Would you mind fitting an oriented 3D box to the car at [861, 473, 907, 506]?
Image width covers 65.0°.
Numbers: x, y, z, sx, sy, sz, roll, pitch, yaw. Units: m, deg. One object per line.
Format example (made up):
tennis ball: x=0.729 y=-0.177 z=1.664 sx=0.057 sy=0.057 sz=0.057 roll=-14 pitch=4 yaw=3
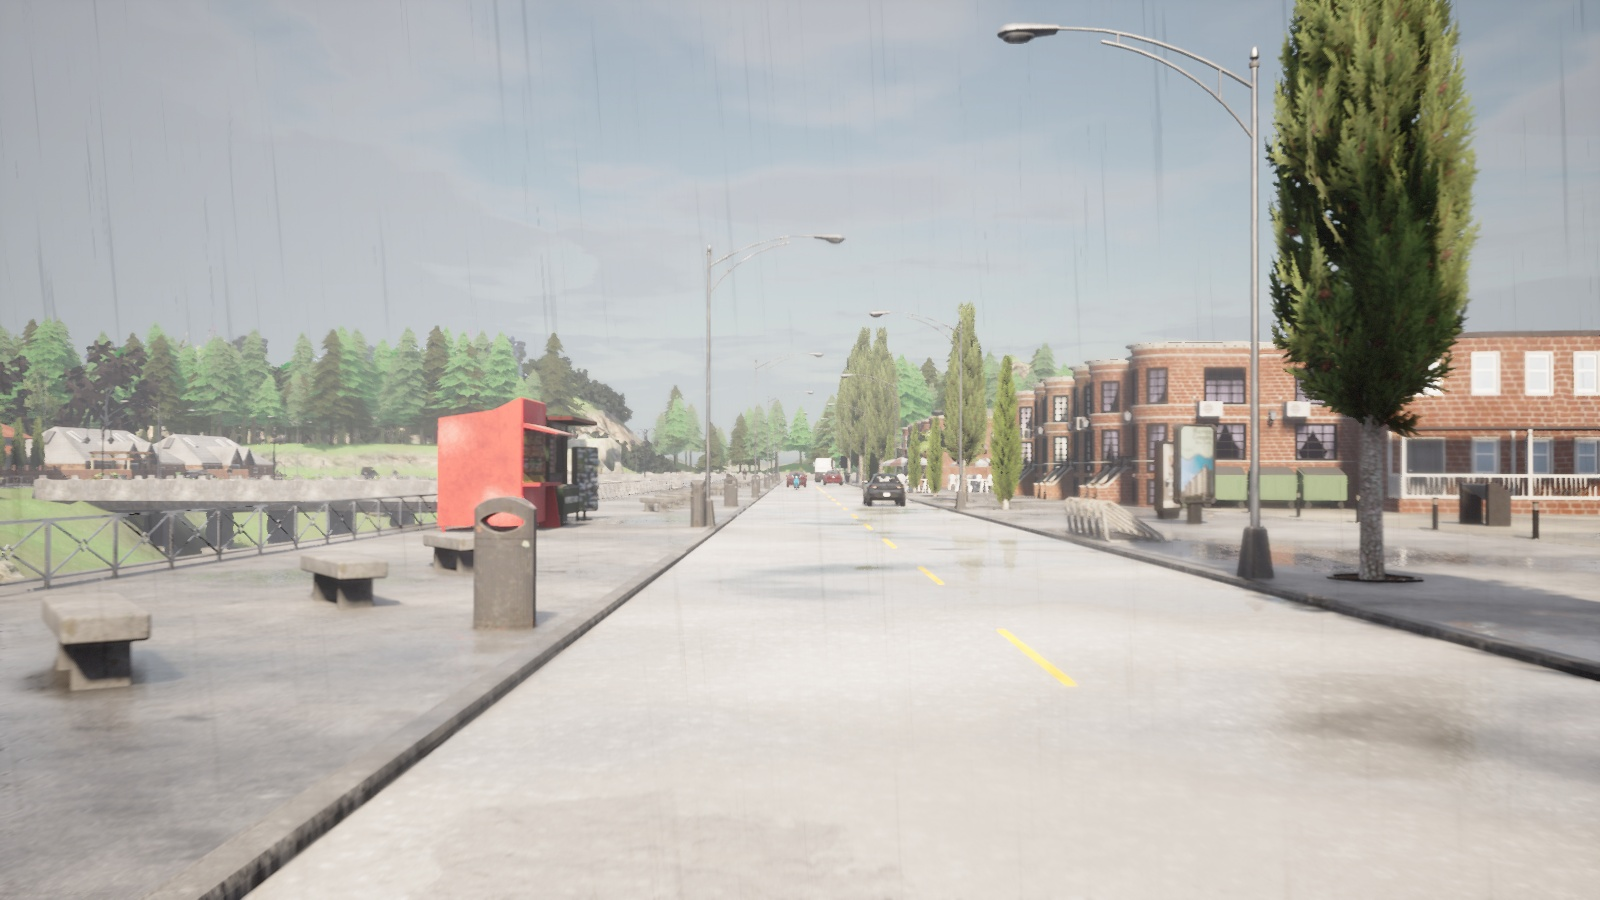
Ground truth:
car: x=3.849 y=1.781 z=57.847 sx=1.816 sy=1.474 sz=4.193 roll=0 pitch=-1 yaw=0
